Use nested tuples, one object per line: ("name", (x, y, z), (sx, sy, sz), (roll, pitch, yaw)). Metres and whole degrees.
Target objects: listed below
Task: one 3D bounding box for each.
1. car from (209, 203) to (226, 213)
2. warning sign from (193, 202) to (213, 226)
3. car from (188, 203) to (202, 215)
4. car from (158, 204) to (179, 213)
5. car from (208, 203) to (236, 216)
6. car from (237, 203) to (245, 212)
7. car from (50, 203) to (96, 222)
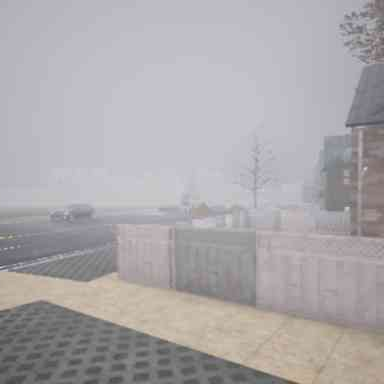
("car", (4.274, 2.578, 54.907), (1.812, 1.442, 4.674), (1, -1, 19))
("warning sign", (0.926, 1.756, 27.118), (1.300, 1.860, 1.060), (2, 1, 20))
("car", (1.082, 2.226, 45.504), (2.097, 1.767, 4.553), (1, -1, 20))
("car", (-3.639, 2.473, 51.852), (1.895, 1.301, 4.718), (1, -1, 19))
("car", (3.998, 2.398, 44.014), (2.128, 1.511, 4.902), (1, -1, 20))
("car", (7.354, 2.598, 53.866), (1.837, 1.490, 4.892), (1, -1, 19))
("car", (-11.117, 1.827, 31.288), (2.097, 1.767, 4.553), (1, -1, 20))
